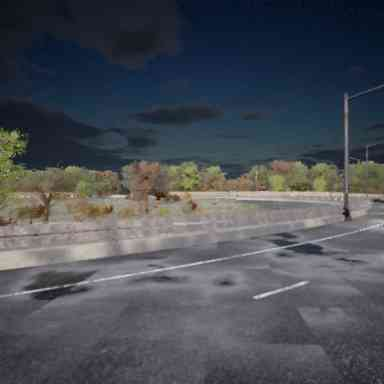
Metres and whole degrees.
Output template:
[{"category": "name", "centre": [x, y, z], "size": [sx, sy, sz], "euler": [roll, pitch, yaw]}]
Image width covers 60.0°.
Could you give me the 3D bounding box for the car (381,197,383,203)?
[{"category": "car", "centre": [34.160, 1.368, 55.879], "size": [2.150, 2.045, 5.566], "euler": [0, 0, 18]}]

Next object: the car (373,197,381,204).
[{"category": "car", "centre": [36.982, 1.587, 64.861], "size": [1.895, 1.301, 4.718], "euler": [0, 0, 12]}]
